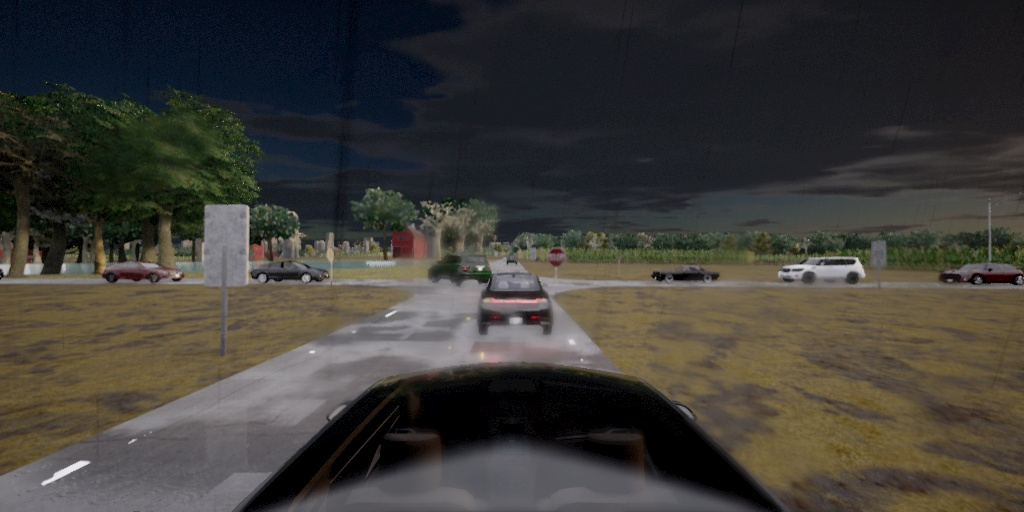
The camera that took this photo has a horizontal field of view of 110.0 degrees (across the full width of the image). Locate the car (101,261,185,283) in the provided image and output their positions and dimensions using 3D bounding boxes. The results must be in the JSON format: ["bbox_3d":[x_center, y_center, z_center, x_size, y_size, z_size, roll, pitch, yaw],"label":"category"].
[{"bbox_3d":[-25.501,1.094,24.820,4.674,1.442,1.812,0,-1,0],"label":"car"}]

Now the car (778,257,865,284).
[{"bbox_3d":[23.924,1.101,27.794,5.566,2.045,2.150,0,-1,0],"label":"car"}]

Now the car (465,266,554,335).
[{"bbox_3d":[0.058,1.222,10.380,2.128,1.511,4.902,0,0,-1],"label":"car"}]

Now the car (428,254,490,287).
[{"bbox_3d":[-3.588,0.883,23.989,2.150,2.045,5.566,1,0,-37],"label":"car"}]

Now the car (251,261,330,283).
[{"bbox_3d":[-15.288,1.108,24.880,4.892,1.490,1.837,0,-1,-2],"label":"car"}]

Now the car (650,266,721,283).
[{"bbox_3d":[13.299,1.401,27.750,4.718,1.301,1.895,0,-1,-1],"label":"car"}]

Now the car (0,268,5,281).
[{"bbox_3d":[-38.458,1.028,24.828,5.008,1.535,1.882,0,-1,0],"label":"car"}]

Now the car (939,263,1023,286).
[{"bbox_3d":[36.236,1.342,27.783,4.553,1.767,2.097,1,-1,1],"label":"car"}]
